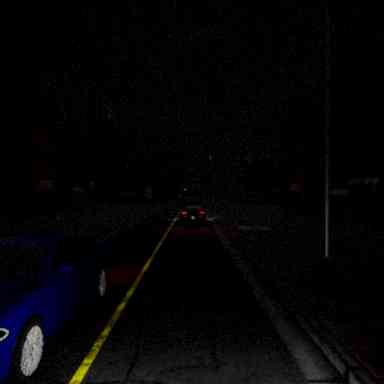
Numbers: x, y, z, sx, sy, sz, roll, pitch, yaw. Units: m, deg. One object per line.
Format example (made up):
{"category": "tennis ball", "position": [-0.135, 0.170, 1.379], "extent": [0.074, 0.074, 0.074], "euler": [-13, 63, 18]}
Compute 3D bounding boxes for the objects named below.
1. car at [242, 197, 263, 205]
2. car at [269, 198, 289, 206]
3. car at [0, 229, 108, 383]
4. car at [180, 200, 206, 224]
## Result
{"category": "car", "position": [11.758, 1.762, 64.988], "extent": [4.097, 1.590, 1.967], "euler": [1, 0, 0]}
{"category": "car", "position": [17.192, 1.823, 64.994], "extent": [4.097, 1.590, 1.967], "euler": [1, 0, 0]}
{"category": "car", "position": [-2.837, 1.482, 5.626], "extent": [1.882, 1.535, 5.008], "euler": [0, 0, 0]}
{"category": "car", "position": [0.067, 1.564, 24.674], "extent": [1.812, 1.442, 4.674], "euler": [0, 0, 0]}
